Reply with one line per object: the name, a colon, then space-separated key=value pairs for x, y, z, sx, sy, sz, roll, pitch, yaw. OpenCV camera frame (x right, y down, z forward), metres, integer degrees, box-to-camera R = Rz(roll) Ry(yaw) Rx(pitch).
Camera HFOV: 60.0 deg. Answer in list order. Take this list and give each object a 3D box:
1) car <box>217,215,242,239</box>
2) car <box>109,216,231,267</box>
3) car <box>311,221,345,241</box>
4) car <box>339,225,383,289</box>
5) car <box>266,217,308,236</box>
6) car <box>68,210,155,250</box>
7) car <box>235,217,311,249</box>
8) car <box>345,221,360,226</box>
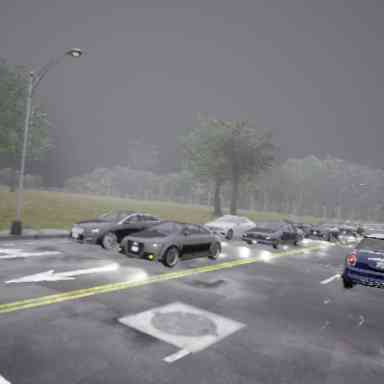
car: x=2.577 y=2.255 z=21.889 sx=1.812 sy=1.442 sz=4.674 roll=4 pitch=-2 yaw=38
car: x=-0.636 y=1.783 z=12.298 sx=1.994 sy=1.385 sz=4.181 roll=4 pitch=-2 yaw=37
car: x=10.665 y=3.129 z=27.135 sx=1.994 sy=1.385 sz=4.181 roll=4 pitch=-2 yaw=37
car: x=6.458 y=2.151 z=10.656 sx=2.097 sy=1.767 sz=4.553 roll=4 pitch=-2 yaw=38
car: x=8.611 y=3.050 z=29.793 sx=1.895 sy=1.301 sz=4.718 roll=4 pitch=-2 yaw=38
car: x=-2.955 y=1.563 z=14.620 sx=2.128 sy=1.511 sz=4.902 roll=4 pitch=-2 yaw=37
car: x=4.942 y=2.429 z=19.633 sx=2.033 sy=1.411 sz=5.357 roll=4 pitch=-2 yaw=38
car: x=16.772 y=3.844 z=35.083 sx=2.033 sy=1.411 sz=5.357 roll=4 pitch=-2 yaw=38
